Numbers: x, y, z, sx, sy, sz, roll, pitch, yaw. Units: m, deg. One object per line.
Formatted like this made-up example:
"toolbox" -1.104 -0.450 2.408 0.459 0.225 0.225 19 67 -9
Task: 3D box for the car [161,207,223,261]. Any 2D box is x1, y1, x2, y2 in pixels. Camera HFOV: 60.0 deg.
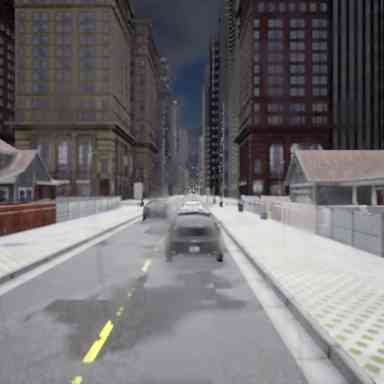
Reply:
"car" 0.084 1.474 12.189 1.837 1.490 4.892 0 -1 0

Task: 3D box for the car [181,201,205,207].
"car" 0.086 1.481 27.446 1.812 1.442 4.674 0 0 0

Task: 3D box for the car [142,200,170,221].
"car" -2.840 1.433 26.955 1.882 1.535 5.008 0 0 0
